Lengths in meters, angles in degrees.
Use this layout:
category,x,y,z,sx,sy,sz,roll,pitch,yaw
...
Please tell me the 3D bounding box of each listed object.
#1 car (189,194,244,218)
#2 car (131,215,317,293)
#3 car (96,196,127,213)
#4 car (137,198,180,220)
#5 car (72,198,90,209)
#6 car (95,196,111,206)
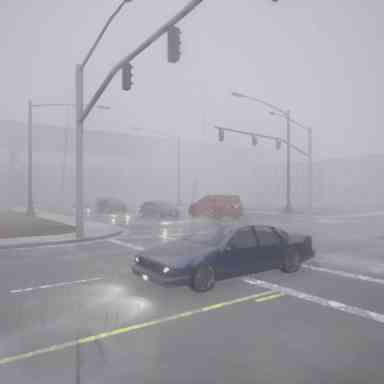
category,x,y,z,sx,sy,sz,roll,pitch,yaw
car,1.912,1.220,27.485,2.150,2.045,5.566,0,0,-33
car,1.132,1.541,9.042,5.357,1.411,2.033,0,0,-35
car,-8.875,1.477,36.587,1.882,1.535,5.008,0,0,-36
car,-2.872,1.505,28.448,1.837,1.490,4.892,0,0,-36
car,-15.575,1.526,46.380,1.812,1.442,4.674,0,0,-28
car,-14.990,1.477,56.277,1.882,1.535,5.008,-1,0,-8
